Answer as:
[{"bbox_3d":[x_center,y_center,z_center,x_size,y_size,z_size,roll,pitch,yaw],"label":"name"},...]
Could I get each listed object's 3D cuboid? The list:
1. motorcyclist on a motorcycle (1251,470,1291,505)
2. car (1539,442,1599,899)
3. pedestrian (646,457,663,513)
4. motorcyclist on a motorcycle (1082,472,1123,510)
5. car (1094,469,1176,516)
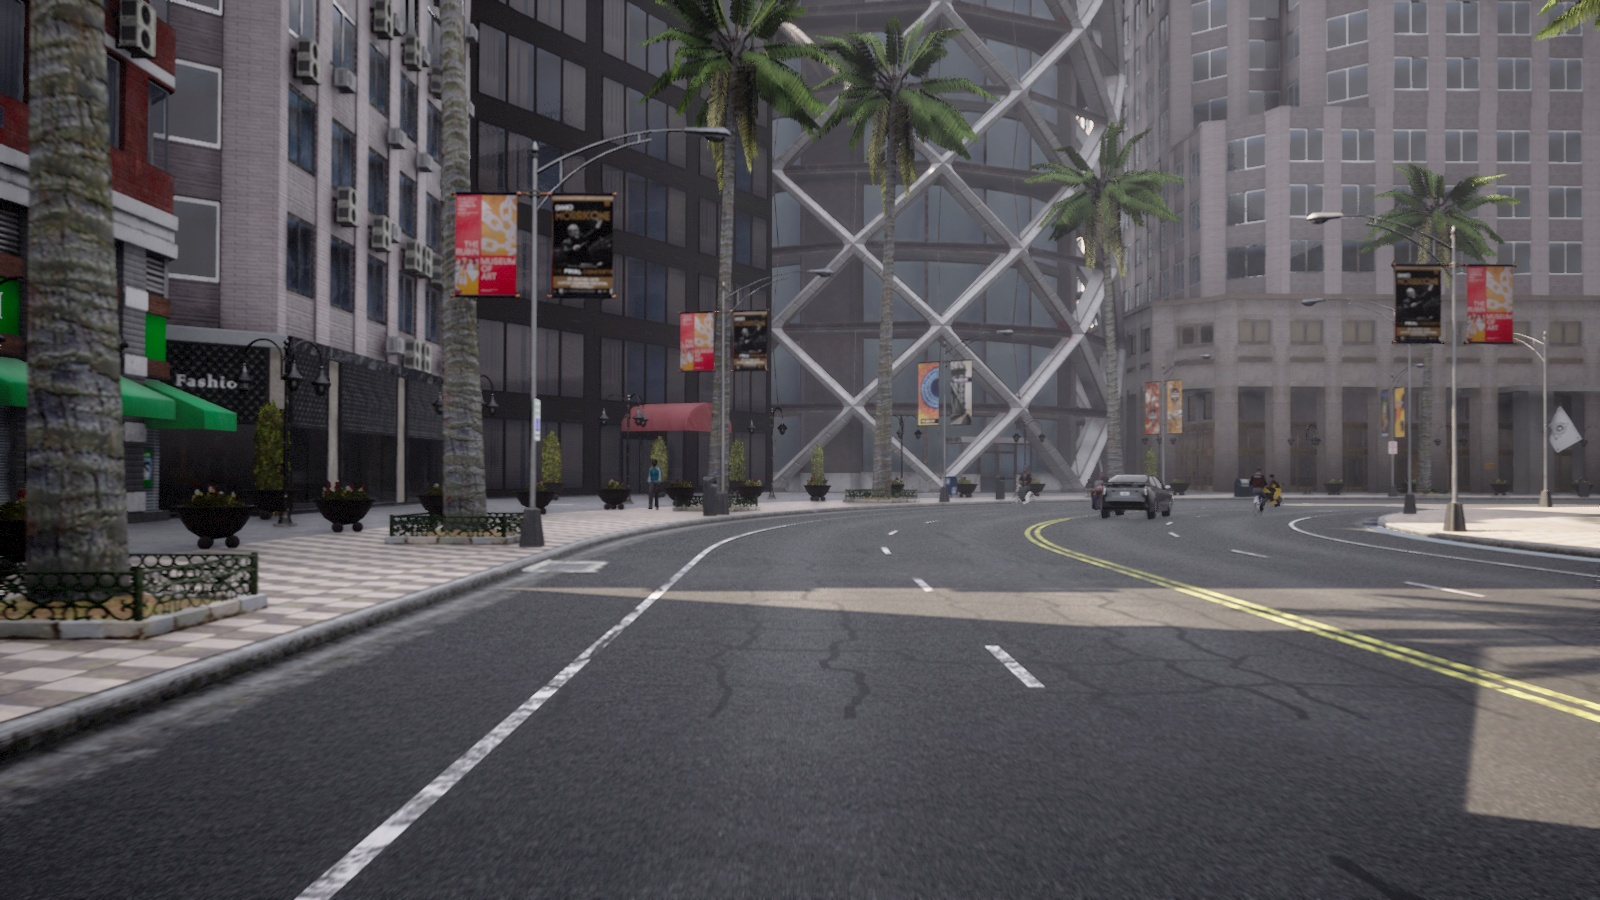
[{"bbox_3d":[20.970,1.645,55.925,2.044,1.523,0.797,1,-1,-42],"label":"motorcyclist on a motorcycle"},{"bbox_3d":[3.495,0.760,1.759,2.033,1.649,4.856,0,-1,0],"label":"car"},{"bbox_3d":[-5.071,1.223,43.856,0.396,1.930,0.692,0,-1,11],"label":"pedestrian"},{"bbox_3d":[12.480,1.662,51.761,0.866,1.530,2.191,-1,-1,37],"label":"motorcyclist on a motorcycle"},{"bbox_3d":[11.709,1.443,43.700,2.007,1.525,4.514,-1,-1,25],"label":"car"}]
